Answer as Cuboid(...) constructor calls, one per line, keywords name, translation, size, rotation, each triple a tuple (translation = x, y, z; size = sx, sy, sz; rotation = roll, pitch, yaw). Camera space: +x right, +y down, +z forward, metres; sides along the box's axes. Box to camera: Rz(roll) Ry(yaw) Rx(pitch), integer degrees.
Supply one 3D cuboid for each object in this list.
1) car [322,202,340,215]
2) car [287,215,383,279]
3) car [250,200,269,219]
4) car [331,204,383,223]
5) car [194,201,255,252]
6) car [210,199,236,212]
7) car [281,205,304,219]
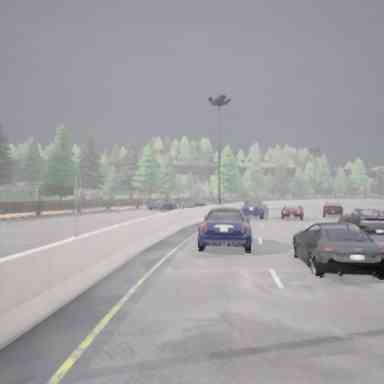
Cuboid(name="car", translation=(14.800, 1.754, 34.901), size=(1.882, 1.535, 5.008), rotation=(0, 0, 23))
Cuboid(name="car", translation=(4.440, 1.647, 10.462), size=(1.994, 1.385, 4.181), rotation=(0, 0, 6))
Cuboid(name="car", translation=(6.036, 1.571, 31.736), size=(2.097, 1.767, 4.553), rotation=(0, 0, 20))
Cuboid(name="car", translation=(9.264, 1.641, 17.917), size=(2.128, 1.511, 4.902), rotation=(0, 0, 12))
Cuboid(name="car", translation=(1.527, 1.448, 14.593), size=(2.097, 1.767, 4.553), rotation=(0, 0, 9))
Cuboid(name="car", translation=(4.316, 1.800, 45.765), size=(1.837, 1.490, 4.892), rotation=(0, 0, 28))
Cuboid(name="car", translation=(9.551, 1.833, 31.333), size=(1.895, 1.301, 4.718), rotation=(0, 0, 20))
